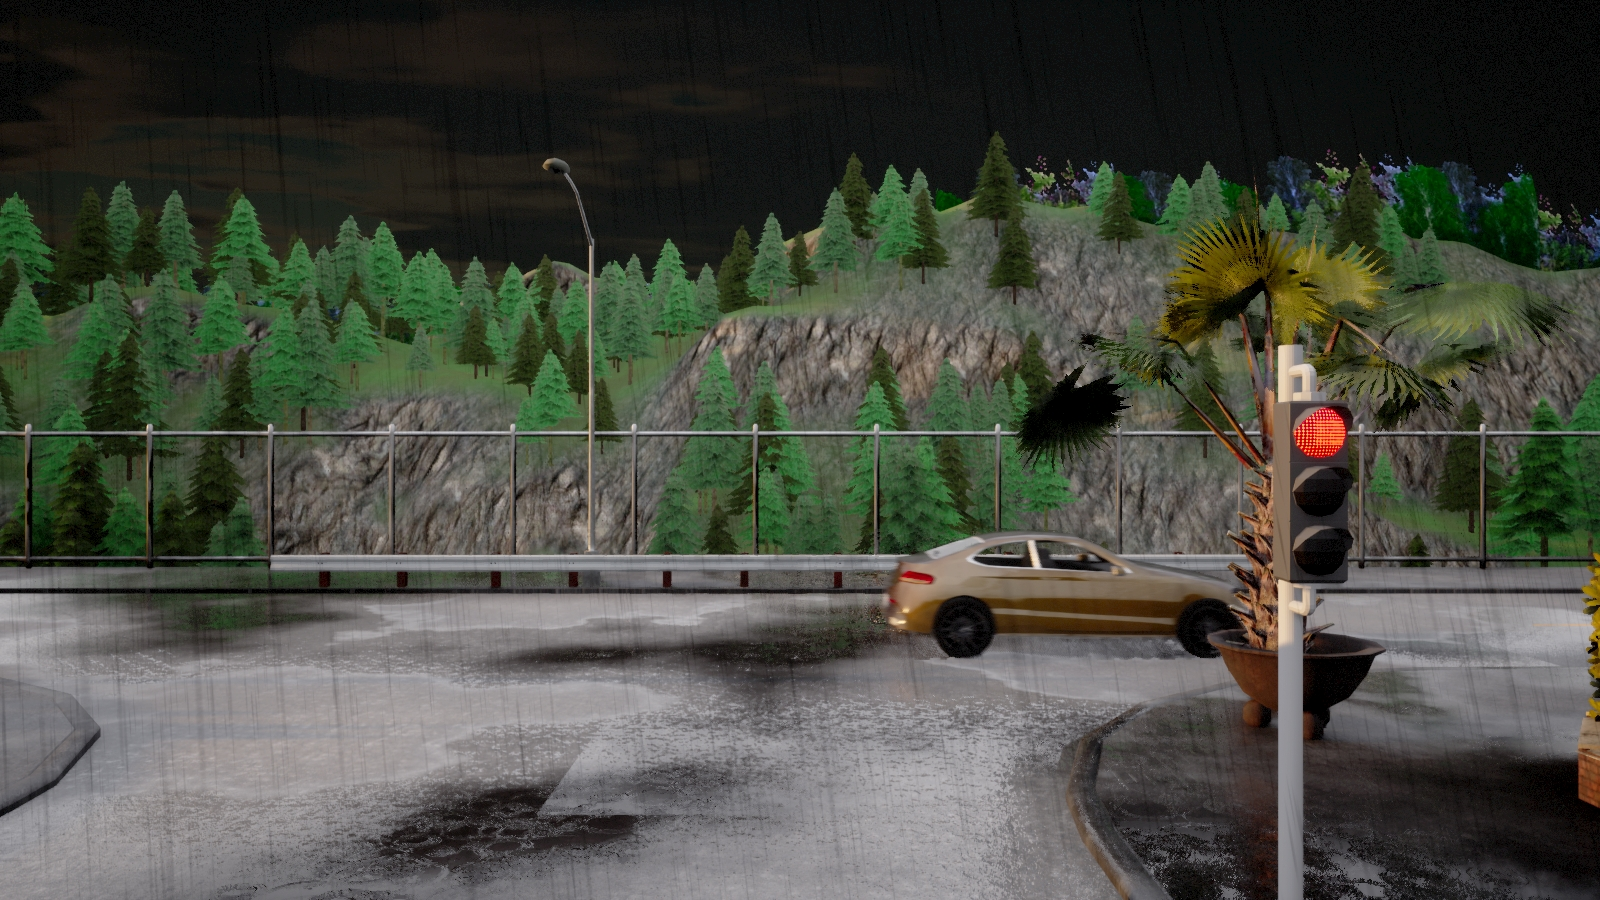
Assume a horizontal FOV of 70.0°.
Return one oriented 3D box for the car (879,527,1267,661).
[{"bbox_3d":[3.716,1.992,16.329,5.027,1.651,2.152,0,0,0],"label":"car"}]
